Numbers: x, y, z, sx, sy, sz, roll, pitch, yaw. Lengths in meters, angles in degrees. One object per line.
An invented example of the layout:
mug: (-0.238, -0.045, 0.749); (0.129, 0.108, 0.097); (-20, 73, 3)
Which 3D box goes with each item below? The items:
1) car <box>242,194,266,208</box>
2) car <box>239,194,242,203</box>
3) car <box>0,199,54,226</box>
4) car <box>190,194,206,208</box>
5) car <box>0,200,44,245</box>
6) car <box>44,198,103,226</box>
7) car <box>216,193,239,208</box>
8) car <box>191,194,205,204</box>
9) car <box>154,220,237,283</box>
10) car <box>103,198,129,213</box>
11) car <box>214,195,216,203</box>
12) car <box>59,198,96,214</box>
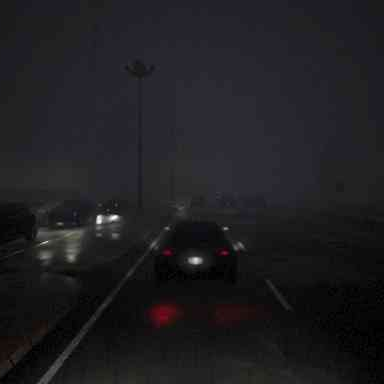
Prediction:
car: (7.723, 1.066, 40.390); (1.882, 1.535, 5.008); (0, 1, 1)
car: (7.928, 1.038, 51.495); (1.994, 1.385, 4.181); (0, 1, 1)
car: (-11.134, 1.289, 22.279); (1.812, 1.442, 4.674); (0, 1, 1)
car: (0.716, 1.133, 40.236); (2.033, 1.411, 5.357); (0, 1, 1)
car: (-7.880, 1.215, 12.758); (2.097, 1.767, 4.553); (0, 1, 1)
car: (-7.643, 1.247, 21.804); (1.882, 1.535, 5.008); (0, 1, 1)
car: (4.220, 1.092, 40.348); (1.837, 1.490, 4.892); (0, 1, 1)
car: (0.934, 1.030, 51.815); (1.994, 1.385, 4.181); (0, 1, 2)
car: (0.117, 1.466, 9.351); (1.994, 1.385, 4.181); (0, 1, 1)
car: (-7.447, 1.267, 31.892); (1.895, 1.301, 4.718); (0, 1, 1)
car: (4.441, 0.959, 51.941); (2.128, 1.511, 4.902); (0, 1, 1)
car: (-10.941, 1.262, 32.217); (1.895, 1.301, 4.718); (0, 1, 1)
